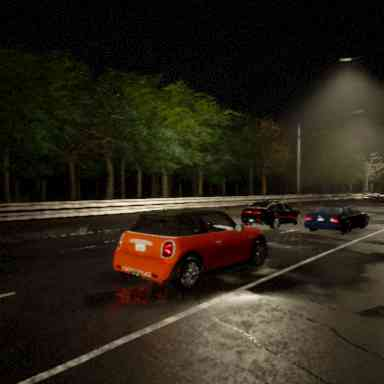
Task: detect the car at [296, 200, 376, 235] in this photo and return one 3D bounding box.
[{"bbox_3d":[7.825,1.347,17.740,2.033,1.411,5.357,1,1,42],"label":"car"}]

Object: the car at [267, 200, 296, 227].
[{"bbox_3d":[4.766,1.263,19.398,1.837,1.490,4.892,1,0,42],"label":"car"}]

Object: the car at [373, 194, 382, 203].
[{"bbox_3d":[27.920,1.011,48.371,4.181,1.385,1.994,0,1,-44],"label":"car"}]

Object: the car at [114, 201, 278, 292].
[{"bbox_3d":[0.236,1.236,9.012,2.097,1.767,4.553,1,1,40],"label":"car"}]

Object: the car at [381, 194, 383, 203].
[{"bbox_3d":[25.416,1.067,41.084,4.674,1.442,1.812,0,1,-44],"label":"car"}]
